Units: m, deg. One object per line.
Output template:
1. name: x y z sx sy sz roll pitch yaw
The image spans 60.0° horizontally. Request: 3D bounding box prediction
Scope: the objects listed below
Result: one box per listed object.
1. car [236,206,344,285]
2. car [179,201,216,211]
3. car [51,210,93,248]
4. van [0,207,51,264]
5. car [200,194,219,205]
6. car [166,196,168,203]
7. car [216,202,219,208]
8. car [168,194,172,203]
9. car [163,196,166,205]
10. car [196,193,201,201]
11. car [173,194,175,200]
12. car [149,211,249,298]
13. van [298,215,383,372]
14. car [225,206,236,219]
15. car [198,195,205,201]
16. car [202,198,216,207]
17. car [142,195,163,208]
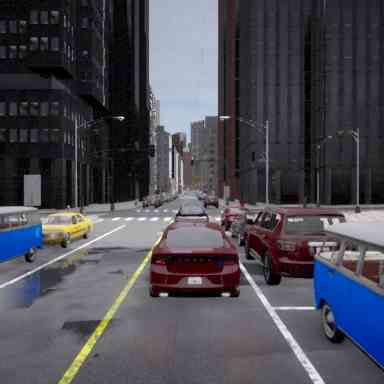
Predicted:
1. car: 2.754 1.314 9.393 2.192 1.841 5.009 0 0 0
2. car: -0.013 1.492 18.991 2.128 1.511 4.902 0 0 0
3. car: -5.779 1.525 14.753 1.752 1.417 4.829 0 0 0
4. van: -5.776 1.340 9.399 1.690 1.788 3.998 0 0 0
5. car: 2.720 1.332 47.485 2.192 1.841 5.009 0 0 0
6. car: -5.813 1.594 58.774 1.947 1.339 4.313 0 0 0
7. car: 2.743 1.546 20.444 1.887 1.381 4.507 0 0 0
8. car: -5.823 1.613 70.061 1.947 1.339 4.313 0 0 0
9. car: -5.810 1.337 53.131 2.192 1.841 5.009 0 0 0
10. car: 2.688 1.631 86.991 1.887 1.381 4.507 0 0 0
11. car: -5.833 1.617 81.347 1.887 1.381 4.507 0 0 0
12. car: 0.060 1.477 8.582 1.882 1.535 5.008 0 0 0
13. van: 2.760 1.341 3.867 1.690 1.788 3.998 0 0 0
14. car: 2.749 1.550 14.919 2.008 1.369 4.403 0 0 0
15. car: 2.684 1.666 92.636 1.947 1.339 4.313 0 0 0
16. car: 2.716 1.588 53.129 1.947 1.339 4.313 0 0 0
17. car: -5.805 1.331 47.488 2.192 1.841 5.009 0 0 0
